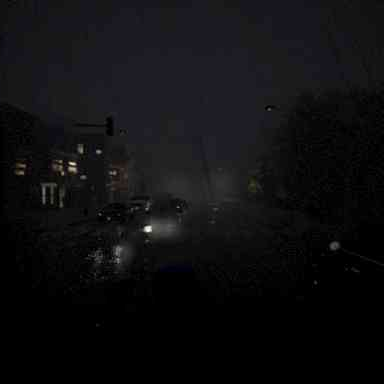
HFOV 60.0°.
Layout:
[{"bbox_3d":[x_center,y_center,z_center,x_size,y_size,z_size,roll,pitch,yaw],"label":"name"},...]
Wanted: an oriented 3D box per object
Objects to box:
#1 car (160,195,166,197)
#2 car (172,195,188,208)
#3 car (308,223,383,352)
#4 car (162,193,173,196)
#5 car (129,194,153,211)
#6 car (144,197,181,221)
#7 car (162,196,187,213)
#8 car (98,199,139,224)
[{"bbox_3d":[-4.875,1.544,44.761,1.994,1.385,4.181,0,0,2],"label":"car"},{"bbox_3d":[-1.565,1.520,46.203,1.994,1.385,4.181,0,0,2],"label":"car"},{"bbox_3d":[3.655,1.319,5.871,2.097,1.767,4.553,0,0,2],"label":"car"},{"bbox_3d":[-4.312,1.184,58.518,2.150,2.045,5.566,0,0,2],"label":"car"},{"bbox_3d":[-5.243,1.216,34.859,2.150,2.045,5.566,0,0,1],"label":"car"},{"bbox_3d":[-2.269,1.461,26.857,1.882,1.535,5.008,0,0,2],"label":"car"},{"bbox_3d":[-1.928,1.475,36.358,1.837,1.490,4.892,0,0,2],"label":"car"},{"bbox_3d":[-5.600,1.534,25.160,1.812,1.442,4.674,0,0,3],"label":"car"}]
